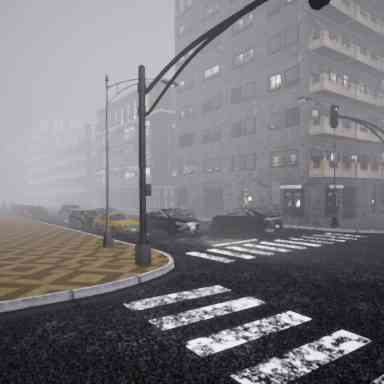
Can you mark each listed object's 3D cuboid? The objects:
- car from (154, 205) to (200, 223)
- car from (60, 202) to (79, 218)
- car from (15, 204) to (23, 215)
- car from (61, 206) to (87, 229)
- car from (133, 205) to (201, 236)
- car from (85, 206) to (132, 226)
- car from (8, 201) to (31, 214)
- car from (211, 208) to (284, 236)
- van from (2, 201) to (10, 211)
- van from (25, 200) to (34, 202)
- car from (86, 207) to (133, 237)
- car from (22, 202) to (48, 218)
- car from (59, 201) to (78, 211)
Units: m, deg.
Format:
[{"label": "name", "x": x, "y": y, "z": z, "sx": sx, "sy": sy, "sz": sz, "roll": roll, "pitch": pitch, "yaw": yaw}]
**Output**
[{"label": "car", "x": -1.441, "y": 1.915, "z": 30.453, "sx": 2.008, "sy": 1.369, "sz": 4.403, "roll": -2, "pitch": 0, "yaw": -36}, {"label": "car", "x": -13.230, "y": 2.118, "z": 36.754, "sx": 1.837, "sy": 1.490, "sz": 4.892, "roll": -1, "pitch": -1, "yaw": -36}, {"label": "car", "x": -21.585, "y": 2.392, "z": 43.711, "sx": 1.802, "sy": 1.307, "sz": 4.206, "roll": -2, "pitch": 0, "yaw": -36}, {"label": "car", "x": -8.192, "y": 2.002, "z": 25.488, "sx": 1.947, "sy": 1.339, "sz": 4.313, "roll": -2, "pitch": 0, "yaw": -36}, {"label": "car", "x": -1.413, "y": 1.774, "z": 20.654, "sx": 2.128, "sy": 1.511, "sz": 4.902, "roll": -1, "pitch": -1, "yaw": -36}, {"label": "car", "x": -7.272, "y": 1.994, "z": 28.626, "sx": 2.033, "sy": 1.411, "sz": 5.357, "roll": -1, "pitch": -1, "yaw": -37}, {"label": "car", "x": -24.935, "y": 2.449, "z": 48.266, "sx": 1.887, "sy": 1.381, "sz": 4.507, "roll": -2, "pitch": 0, "yaw": -36}, {"label": "car", "x": 3.150, "y": 1.693, "z": 19.973, "sx": 2.128, "sy": 1.511, "sz": 4.902, "roll": -1, "pitch": 0, "yaw": -38}, {"label": "van", "x": -31.638, "y": 2.432, "z": 57.377, "sx": 1.690, "sy": 1.788, "sz": 3.998, "roll": -2, "pitch": 0, "yaw": -36}, {"label": "van", "x": -41.631, "y": 2.831, "z": 85.120, "sx": 1.690, "sy": 1.788, "sz": 3.998, "roll": -2, "pitch": 0, "yaw": -36}, {"label": "car", "x": -4.744, "y": 1.865, "z": 20.796, "sx": 1.752, "sy": 1.417, "sz": 4.829, "roll": -2, "pitch": 0, "yaw": -36}, {"label": "car", "x": -18.237, "y": 2.261, "z": 39.155, "sx": 1.887, "sy": 1.381, "sz": 4.507, "roll": -2, "pitch": 0, "yaw": -36}, {"label": "car", "x": -21.536, "y": 2.366, "z": 57.786, "sx": 1.967, "sy": 1.590, "sz": 4.097, "roll": -2, "pitch": 0, "yaw": -36}]
